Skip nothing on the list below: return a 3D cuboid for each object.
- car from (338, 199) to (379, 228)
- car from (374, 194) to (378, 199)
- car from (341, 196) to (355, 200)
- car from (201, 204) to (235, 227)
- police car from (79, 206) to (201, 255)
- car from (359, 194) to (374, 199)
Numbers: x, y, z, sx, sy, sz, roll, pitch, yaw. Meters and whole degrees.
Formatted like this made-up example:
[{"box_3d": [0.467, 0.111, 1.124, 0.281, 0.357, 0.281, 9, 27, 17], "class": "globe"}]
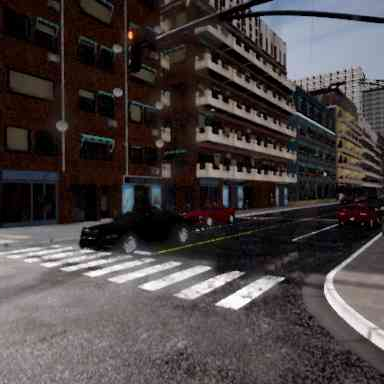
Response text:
[{"box_3d": [10.231, 1.369, 20.342, 1.887, 1.381, 4.507, -1, 0, 36], "class": "car"}, {"box_3d": [43.725, 1.223, 80.335, 1.947, 1.339, 4.313, -1, 0, 36], "class": "car"}, {"box_3d": [26.917, 1.339, 57.427, 1.947, 1.339, 4.313, -1, 0, 36], "class": "car"}, {"box_3d": [1.305, 1.506, 22.735, 1.887, 1.381, 4.507, -1, 0, 36], "class": "car"}, {"box_3d": [-2.033, 1.389, 13.431, 1.930, 1.638, 5.238, -1, 0, 36], "class": "police car"}, {"box_3d": [37.002, 1.285, 71.172, 1.802, 1.307, 4.206, -1, 0, 36], "class": "car"}]
